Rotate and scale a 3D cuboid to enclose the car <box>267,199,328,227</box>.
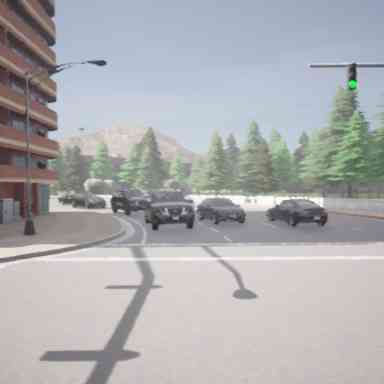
[{"bbox_3d":[5.913,1.119,19.027,1.812,1.442,4.674,-1,1,-10],"label":"car"}]

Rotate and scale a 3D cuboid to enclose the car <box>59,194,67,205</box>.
[{"bbox_3d":[-15.630,1.002,44.212,4.892,1.490,1.837,0,1,31],"label":"car"}]

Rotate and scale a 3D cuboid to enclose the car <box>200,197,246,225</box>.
[{"bbox_3d":[1.711,1.125,20.904,1.837,1.490,4.892,-1,1,-17],"label":"car"}]

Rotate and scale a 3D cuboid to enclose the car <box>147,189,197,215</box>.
[{"bbox_3d":[-1.916,0.757,29.725,2.150,2.045,5.566,-1,1,-30],"label":"car"}]

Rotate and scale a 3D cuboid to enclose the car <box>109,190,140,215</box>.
[{"bbox_3d":[-5.300,0.816,28.656,2.150,2.045,5.566,-1,1,-31],"label":"car"}]

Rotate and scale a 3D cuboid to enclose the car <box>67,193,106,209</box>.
[{"bbox_3d":[-11.337,0.908,36.539,4.553,1.767,2.097,0,1,44],"label":"car"}]

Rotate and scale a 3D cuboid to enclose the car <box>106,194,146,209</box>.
[{"bbox_3d":[-7.612,0.979,37.843,2.128,1.511,4.902,-2,1,-44],"label":"car"}]

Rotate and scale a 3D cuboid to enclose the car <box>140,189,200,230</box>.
[{"bbox_3d":[-1.463,0.910,19.025,2.150,2.045,5.566,-1,1,-14],"label":"car"}]
